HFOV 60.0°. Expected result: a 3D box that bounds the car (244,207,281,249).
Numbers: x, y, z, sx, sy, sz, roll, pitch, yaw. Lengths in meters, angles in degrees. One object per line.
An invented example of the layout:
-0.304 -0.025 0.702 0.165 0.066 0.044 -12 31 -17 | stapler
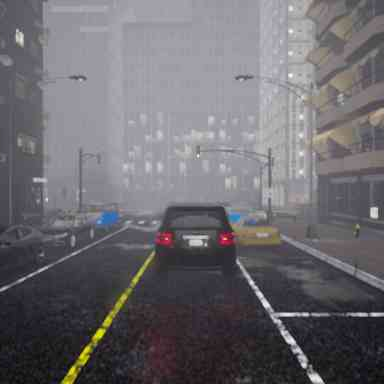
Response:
2.711 1.639 15.034 1.752 1.417 4.829 -1 0 0 | car

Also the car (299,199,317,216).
14.891 1.872 37.171 4.674 1.442 1.812 0 0 -1 | car

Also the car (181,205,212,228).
0.447 1.756 24.780 1.994 1.385 4.181 0 -1 5 | car

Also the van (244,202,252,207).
2.720 1.496 20.466 1.690 1.788 3.998 -1 0 0 | van

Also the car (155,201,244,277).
0.107 1.306 10.632 2.150 2.045 5.566 0 0 0 | car

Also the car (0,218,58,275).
-5.681 1.636 9.308 1.947 1.339 4.313 -1 0 0 | car

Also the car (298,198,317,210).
15.323 1.647 39.770 5.009 1.841 2.192 0 0 0 | car

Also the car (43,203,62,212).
-16.158 1.755 34.231 5.357 1.411 2.033 0 0 1 | car

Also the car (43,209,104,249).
-5.669 1.663 14.910 2.008 1.369 4.403 -1 0 0 | car

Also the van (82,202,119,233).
-5.660 1.496 20.513 1.690 1.788 3.998 -1 0 0 | van
